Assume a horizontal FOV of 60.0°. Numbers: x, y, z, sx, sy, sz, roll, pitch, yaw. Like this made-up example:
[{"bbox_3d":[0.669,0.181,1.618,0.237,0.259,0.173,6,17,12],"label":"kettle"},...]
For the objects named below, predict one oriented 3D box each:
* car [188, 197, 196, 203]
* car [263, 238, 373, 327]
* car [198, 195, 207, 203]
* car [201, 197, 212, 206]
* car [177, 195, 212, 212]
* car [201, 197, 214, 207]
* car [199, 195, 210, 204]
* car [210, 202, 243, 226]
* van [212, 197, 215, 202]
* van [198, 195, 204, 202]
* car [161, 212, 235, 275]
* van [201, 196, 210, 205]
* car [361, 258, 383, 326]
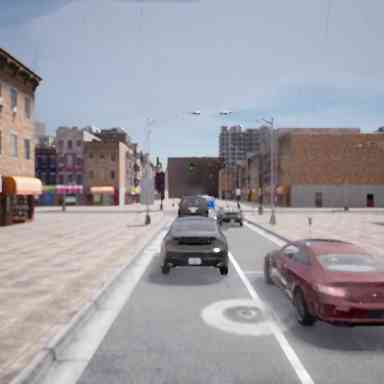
[{"bbox_3d":[-0.011,1.950,80.910,2.033,1.411,5.357,0,0,0],"label":"car"},{"bbox_3d":[2.635,1.605,6.834,1.802,1.307,4.206,0,0,0],"label":"car"},{"bbox_3d":[2.623,1.751,83.727,2.192,1.841,5.009,0,0,0],"label":"car"},{"bbox_3d":[2.627,1.744,61.825,1.967,1.590,4.097,0,0,0],"label":"car"},{"bbox_3d":[0.082,1.321,24.204,2.150,2.045,5.566,0,0,0],"label":"car"},{"bbox_3d":[2.628,1.712,56.349,1.967,1.590,4.097,0,0,0],"label":"car"},{"bbox_3d":[2.623,1.684,72.774,2.192,1.841,5.009,0,0,0],"label":"car"},{"bbox_3d":[2.632,1.648,23.871,2.008,1.369,4.403,0,0,0],"label":"car"},{"bbox_3d":[2.628,1.582,50.875,1.690,1.788,3.998,0,0,0],"label":"van"},{"bbox_3d":[2.622,1.844,94.677,1.690,1.788,3.998,0,0,0],"label":"van"},{"bbox_3d":[0.092,1.537,10.632,1.837,1.490,4.892,0,-2,1],"label":"car"},{"bbox_3d":[2.626,1.677,67.301,1.690,1.788,3.998,0,0,0],"label":"van"},{"bbox_3d":[2.636,1.444,1.154,1.967,1.590,4.097,0,0,0],"label":"car"}]
